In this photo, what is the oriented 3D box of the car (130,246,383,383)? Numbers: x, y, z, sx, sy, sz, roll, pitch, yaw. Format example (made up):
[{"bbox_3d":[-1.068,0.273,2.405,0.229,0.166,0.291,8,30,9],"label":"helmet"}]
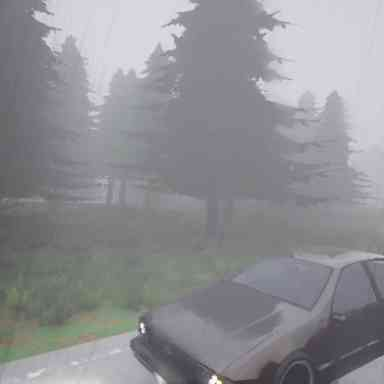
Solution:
[{"bbox_3d":[1.879,1.586,4.924,5.357,1.411,2.033,1,0,-35],"label":"car"}]
